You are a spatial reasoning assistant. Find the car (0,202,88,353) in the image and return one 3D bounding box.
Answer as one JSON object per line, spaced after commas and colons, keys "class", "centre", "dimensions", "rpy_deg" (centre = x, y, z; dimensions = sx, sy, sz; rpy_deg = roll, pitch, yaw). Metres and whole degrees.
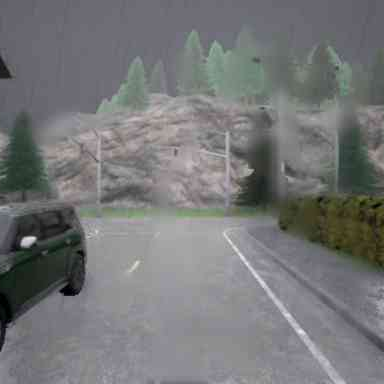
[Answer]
{"class": "car", "centre": [-3.586, 1.238, 5.878], "dimensions": [2.150, 2.045, 5.566], "rpy_deg": [0, 0, 0]}
